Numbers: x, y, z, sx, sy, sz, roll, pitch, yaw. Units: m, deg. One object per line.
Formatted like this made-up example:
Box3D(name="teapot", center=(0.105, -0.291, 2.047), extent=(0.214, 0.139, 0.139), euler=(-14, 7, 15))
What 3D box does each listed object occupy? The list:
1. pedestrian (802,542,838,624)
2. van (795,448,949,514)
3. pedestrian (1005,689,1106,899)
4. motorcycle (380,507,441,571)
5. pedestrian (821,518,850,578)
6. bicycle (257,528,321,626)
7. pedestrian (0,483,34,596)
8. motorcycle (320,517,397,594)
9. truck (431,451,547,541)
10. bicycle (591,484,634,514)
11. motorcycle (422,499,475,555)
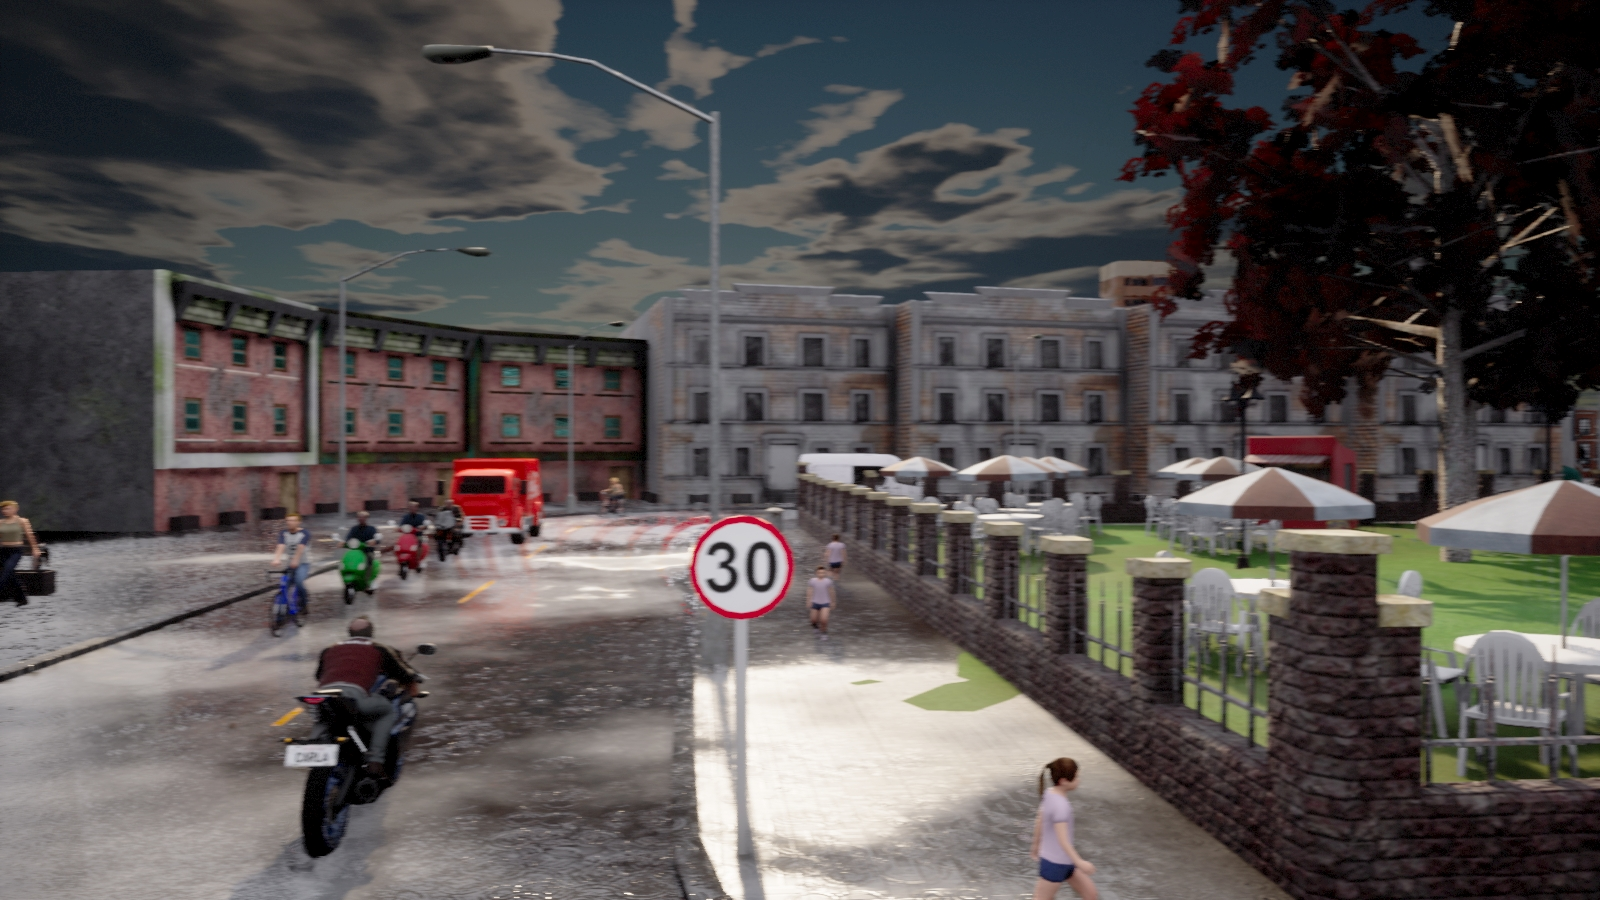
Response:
Box3D(name="pedestrian", center=(0.282, 1.863, 16.092), extent=(0.500, 1.100, 0.500), euler=(0, 0, 1))
Box3D(name="van", center=(2.866, 1.218, 46.077), extent=(5.915, 2.561, 1.988), euler=(0, 0, -10))
Box3D(name="pedestrian", center=(1.347, 1.883, 6.074), extent=(0.500, 1.100, 0.500), euler=(0, 0, 10))
Box3D(name="motorcycle", center=(-8.405, 1.905, 24.746), extent=(0.856, 1.236, 1.805), euler=(0, 0, -5))
Box3D(name="pedestrian", center=(0.672, 1.858, 21.786), extent=(0.500, 1.100, 0.500), euler=(0, 0, -6))
Box3D(name="bicycle", center=(-7.736, 1.895, 17.345), extent=(0.373, 1.296, 1.643), euler=(0, 0, -5))
Box3D(name="pedestrian", center=(-13.079, 1.479, 19.037), extent=(0.375, 1.860, 0.375), euler=(0, 0, 2))
Box3D(name="motorcycle", center=(-8.067, 1.913, 20.977), extent=(0.856, 1.236, 1.805), euler=(0, 0, -5))
Box3D(name="truck", center=(-9.208, 1.271, 34.341), extent=(2.627, 2.467, 5.204), euler=(0, 0, -7))
Box3D(name="bicycle", center=(-7.410, 1.940, 45.233), extent=(0.859, 1.080, 1.487), euler=(2, 2, 39))
Box3D(name="motorcycle", center=(-8.839, 1.920, 28.823), extent=(0.867, 1.251, 2.209), euler=(0, 0, -6))
